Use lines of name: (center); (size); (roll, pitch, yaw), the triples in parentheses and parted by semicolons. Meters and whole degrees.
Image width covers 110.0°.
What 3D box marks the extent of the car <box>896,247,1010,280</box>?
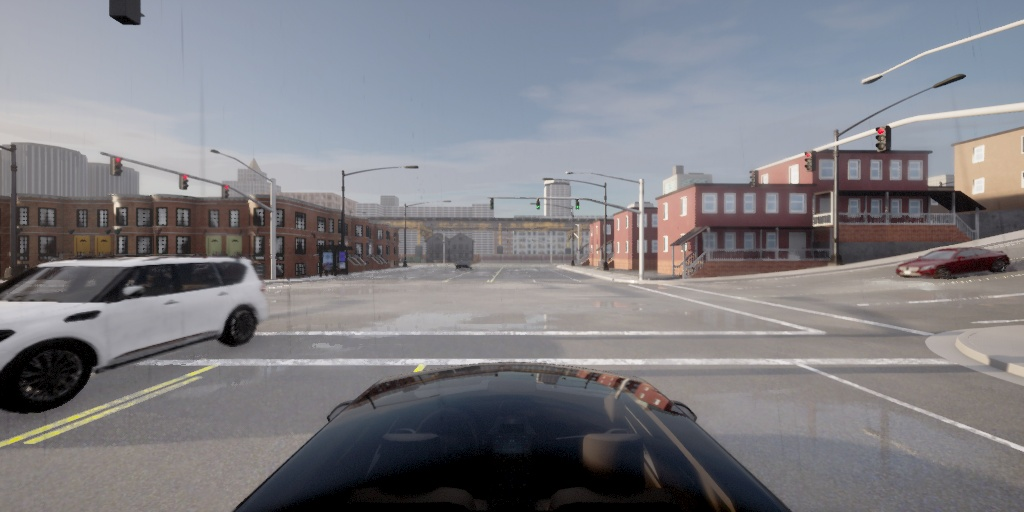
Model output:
car: (23.154, 0.317, 18.915); (4.674, 1.442, 1.812); (-7, 0, 0)

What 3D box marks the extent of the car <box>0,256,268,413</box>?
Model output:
car: (-7.000, 1.025, 6.396); (2.150, 2.045, 5.566); (0, 0, 0)

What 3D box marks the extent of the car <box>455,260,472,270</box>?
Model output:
car: (-6.984, 1.297, 51.829); (1.895, 1.301, 4.718); (0, 0, 0)
